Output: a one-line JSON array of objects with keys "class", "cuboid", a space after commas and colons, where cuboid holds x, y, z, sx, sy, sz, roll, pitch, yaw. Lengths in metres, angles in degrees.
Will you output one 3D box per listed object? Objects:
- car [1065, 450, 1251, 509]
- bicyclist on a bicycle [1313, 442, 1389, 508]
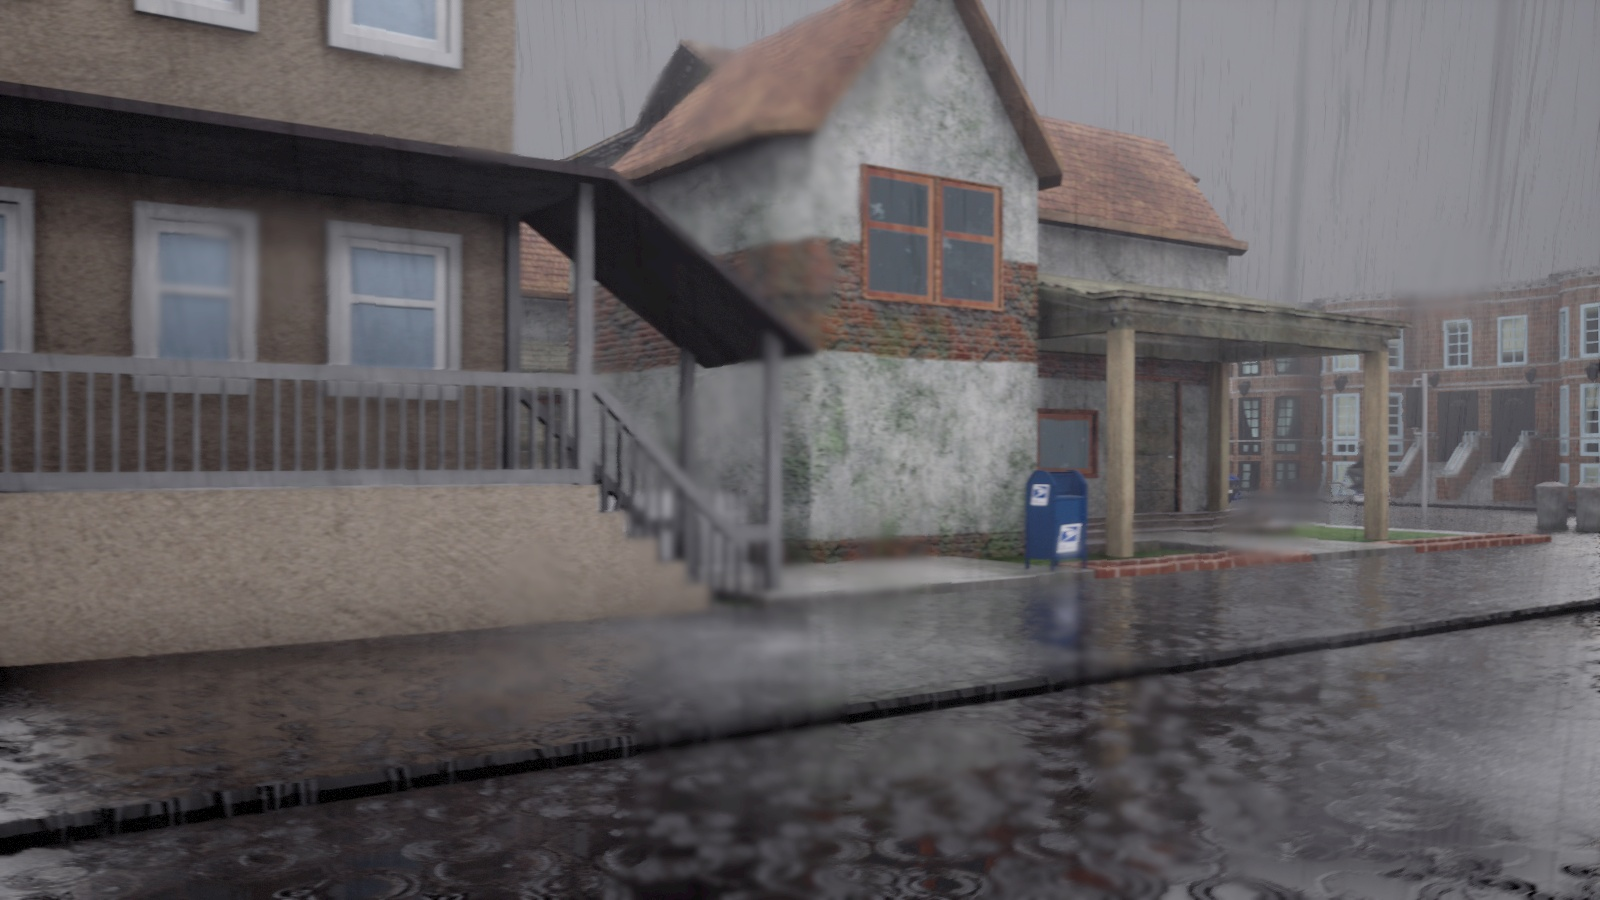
[{"class": "car", "cuboid": [9.988, 0.788, 35.430, 1.882, 1.535, 5.008, 0, 0, -35]}, {"class": "bicyclist on a bicycle", "cuboid": [15.262, 0.668, 34.837, 0.659, 1.776, 1.843, 0, 0, -35]}]
